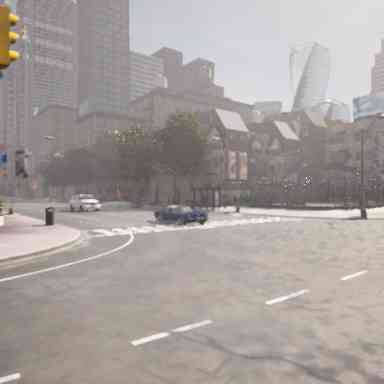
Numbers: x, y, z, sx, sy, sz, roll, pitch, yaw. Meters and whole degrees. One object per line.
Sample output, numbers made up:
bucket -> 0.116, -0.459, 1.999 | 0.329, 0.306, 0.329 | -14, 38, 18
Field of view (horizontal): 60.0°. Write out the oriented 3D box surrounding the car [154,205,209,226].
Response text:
car -> -0.835, 1.653, 24.039 | 1.895, 1.301, 4.718 | 0, 0, -35

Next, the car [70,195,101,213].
car -> -12.823, 1.327, 39.691 | 2.150, 2.045, 5.566 | 0, 0, -38
